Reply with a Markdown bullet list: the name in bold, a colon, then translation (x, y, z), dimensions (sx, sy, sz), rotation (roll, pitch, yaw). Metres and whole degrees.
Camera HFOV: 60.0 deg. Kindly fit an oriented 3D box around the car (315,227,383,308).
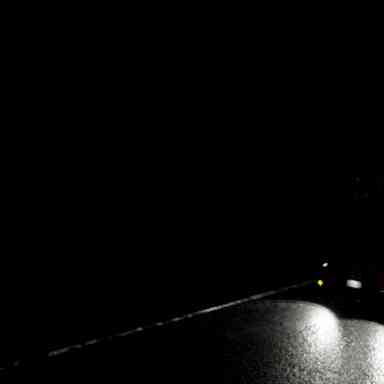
- **car**: translation (4.621, 1.506, 7.330), dimensions (4.181, 1.385, 1.994), rotation (-1, 0, -36)
